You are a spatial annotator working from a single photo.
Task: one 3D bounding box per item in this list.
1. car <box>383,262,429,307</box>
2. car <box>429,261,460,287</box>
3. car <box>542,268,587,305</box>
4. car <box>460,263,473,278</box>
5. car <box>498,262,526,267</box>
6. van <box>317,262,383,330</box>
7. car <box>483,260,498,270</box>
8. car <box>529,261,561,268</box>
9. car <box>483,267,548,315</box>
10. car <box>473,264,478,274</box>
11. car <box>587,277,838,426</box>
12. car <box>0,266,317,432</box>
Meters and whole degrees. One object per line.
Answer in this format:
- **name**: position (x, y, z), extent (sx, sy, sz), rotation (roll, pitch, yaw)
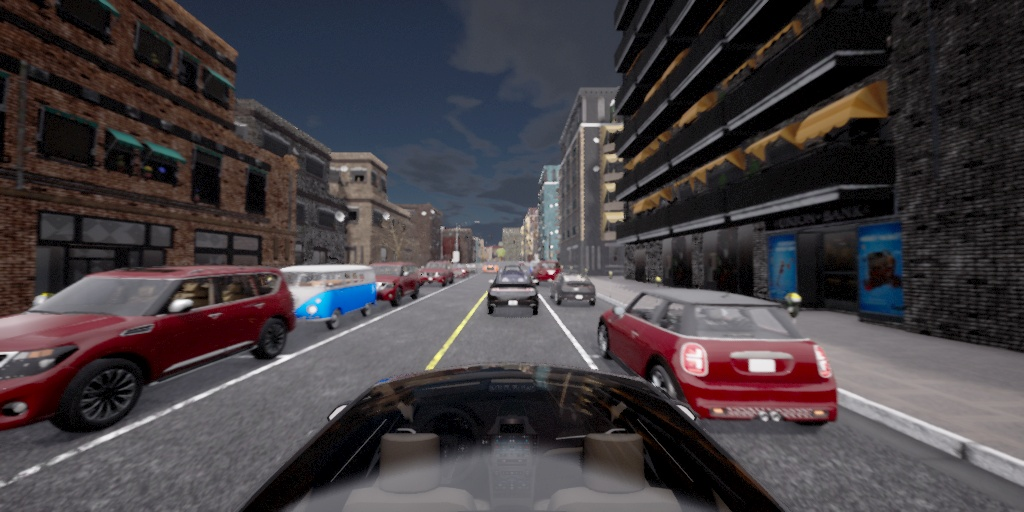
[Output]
- **car**: position (-5.684, 1.200, 16.637), extent (2.192, 1.841, 5.009), rotation (0, 0, 0)
- **car**: position (-5.681, 1.296, 27.451), extent (2.192, 1.841, 5.009), rotation (0, 0, 0)
- **car**: position (2.697, 1.435, 16.627), extent (2.007, 1.370, 4.403), rotation (0, 0, 0)
- **car**: position (-5.677, 1.518, 38.266), extent (1.967, 1.591, 4.097), rotation (0, 0, 0)
- **car**: position (0.056, 1.504, 29.291), extent (1.837, 1.490, 4.892), rotation (0, 0, 1)
- **van**: position (-5.686, 1.177, 11.230), extent (1.690, 1.789, 3.998), rotation (0, 0, 0)
- **car**: position (-3.028, 1.554, 52.196), extent (2.097, 1.767, 4.553), rotation (0, 0, 1)
- **car**: position (2.700, 1.296, 27.441), extent (2.192, 1.841, 5.009), rotation (0, 0, 0)
- **car**: position (0.051, 1.356, 14.257), extent (2.128, 1.511, 4.902), rotation (0, 0, 0)
- **car**: position (-5.674, 1.725, 49.079), extent (2.007, 1.370, 4.403), rotation (0, 0, 0)
- **car**: position (2.693, 1.227, 5.814), extent (1.967, 1.591, 4.097), rotation (0, 0, 0)
- **car**: position (-5.688, 1.102, 5.823), extent (2.192, 1.841, 5.009), rotation (0, 0, 0)
